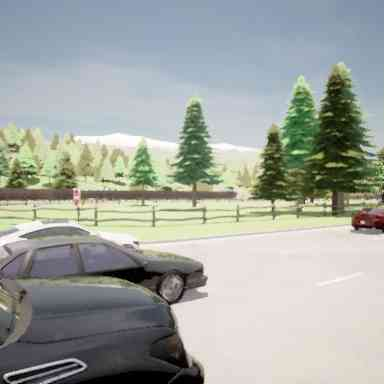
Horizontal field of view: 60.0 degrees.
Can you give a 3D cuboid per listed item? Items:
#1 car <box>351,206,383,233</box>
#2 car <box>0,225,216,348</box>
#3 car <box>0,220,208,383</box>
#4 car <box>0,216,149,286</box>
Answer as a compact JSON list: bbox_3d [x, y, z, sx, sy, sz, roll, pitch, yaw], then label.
[{"bbox_3d":[12.002,1.659,20.901,5.008,1.535,1.882,1,0,-35],"label":"car"},{"bbox_3d":[-2.265,1.562,6.430,5.357,1.411,2.033,1,0,-35],"label":"car"},{"bbox_3d":[-2.551,1.213,1.926,5.566,2.045,2.150,1,0,-35],"label":"car"},{"bbox_3d":[-3.761,1.546,9.661,4.674,1.442,1.812,1,0,-35],"label":"car"}]
